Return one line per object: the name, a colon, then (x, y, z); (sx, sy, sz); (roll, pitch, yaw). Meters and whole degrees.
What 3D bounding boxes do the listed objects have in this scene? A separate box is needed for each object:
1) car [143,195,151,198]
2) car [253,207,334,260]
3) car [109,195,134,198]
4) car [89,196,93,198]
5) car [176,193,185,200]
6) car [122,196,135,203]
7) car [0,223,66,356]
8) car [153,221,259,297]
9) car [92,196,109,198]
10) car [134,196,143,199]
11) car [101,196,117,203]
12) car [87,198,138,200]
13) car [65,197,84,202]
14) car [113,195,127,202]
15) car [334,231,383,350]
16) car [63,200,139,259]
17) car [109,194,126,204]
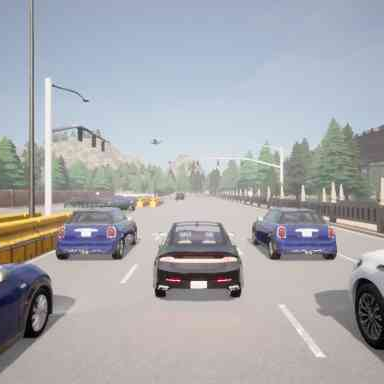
car: (-10.241, 1.490, 67.695); (2.128, 1.511, 4.902); (0, 0, 0)
car: (3.647, 1.352, 12.653); (2.097, 1.767, 4.553); (0, 0, 0)
car: (-10.393, 1.478, 49.267); (1.882, 1.535, 5.008); (0, 0, 0)
car: (-17.337, 1.505, 58.809); (1.837, 1.490, 4.892); (0, 0, 1)
car: (-3.138, 1.225, 91.338); (2.150, 2.045, 5.566); (0, 0, 0)
car: (-13.715, 1.553, 72.146); (1.994, 1.385, 4.181); (0, 0, 0)
car: (-3.383, 1.352, 3.759); (2.097, 1.767, 4.553); (0, 0, 0)
car: (0.132, 1.492, 8.540); (2.128, 1.511, 4.902); (0, 0, 0)
car: (-13.864, 1.526, 52.983); (1.812, 1.442, 4.674); (0, 0, 1)
car: (-10.348, 1.526, 58.334); (1.812, 1.442, 4.674); (0, 0, 1)
car: (-17.227, 1.525, 69.235); (2.128, 1.511, 4.902); (0, 0, 0)
car: (-8.210, 1.601, 34.395); (4.718, 1.301, 1.895); (0, 0, -38)
car: (-17.411, 1.505, 49.395); (1.837, 1.490, 4.892); (0, 0, 1)
car: (-17.185, 1.540, 79.726); (2.033, 1.411, 5.357); (0, 0, 0)
car: (3.615, 1.221, 3.068); (2.150, 2.045, 5.566); (0, 0, 0)
car: (-3.401, 1.352, 12.675); (2.097, 1.767, 4.553); (0, 0, -1)
car: (-13.807, 1.352, 62.126); (2.097, 1.767, 4.553); (0, 0, 1)
